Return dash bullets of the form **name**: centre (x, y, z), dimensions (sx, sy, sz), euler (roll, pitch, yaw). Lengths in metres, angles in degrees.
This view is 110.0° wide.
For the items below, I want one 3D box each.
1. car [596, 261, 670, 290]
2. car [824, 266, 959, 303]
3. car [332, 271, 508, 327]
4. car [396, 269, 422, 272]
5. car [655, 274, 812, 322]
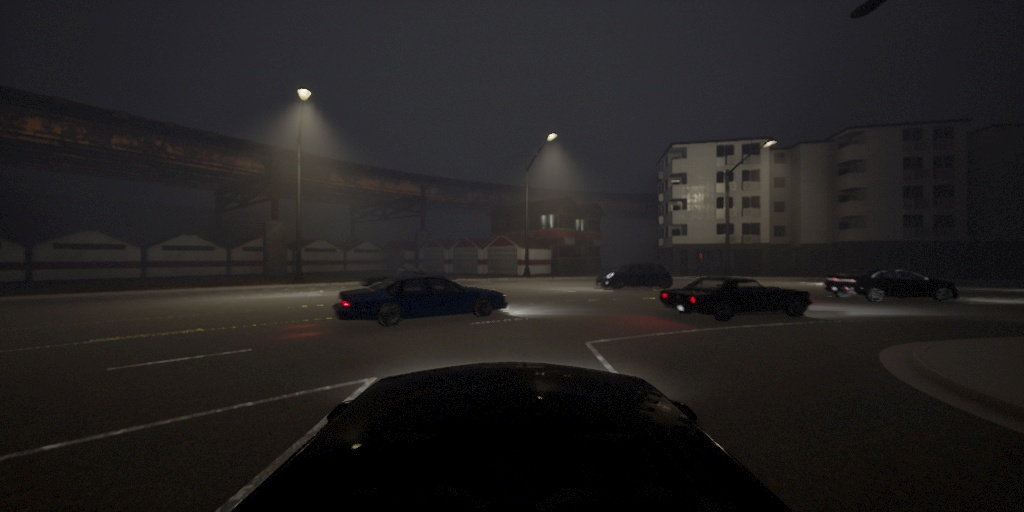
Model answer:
- **car**: centre (7.739, 1.188, 22.971), dimensions (4.553, 1.767, 2.097), euler (0, 0, -8)
- **car**: centre (17.267, 1.301, 16.442), dimensions (4.902, 1.511, 2.128), euler (0, 0, 1)
- **car**: centre (-2.813, 1.338, 11.629), dimensions (5.357, 1.411, 2.033), euler (0, 0, -32)
- **car**: centre (-6.635, 1.433, 21.794), dimensions (4.718, 1.301, 1.895), euler (0, 0, -29)
- **car**: centre (7.603, 1.393, 12.194), dimensions (4.718, 1.301, 1.895), euler (0, 0, -15)
